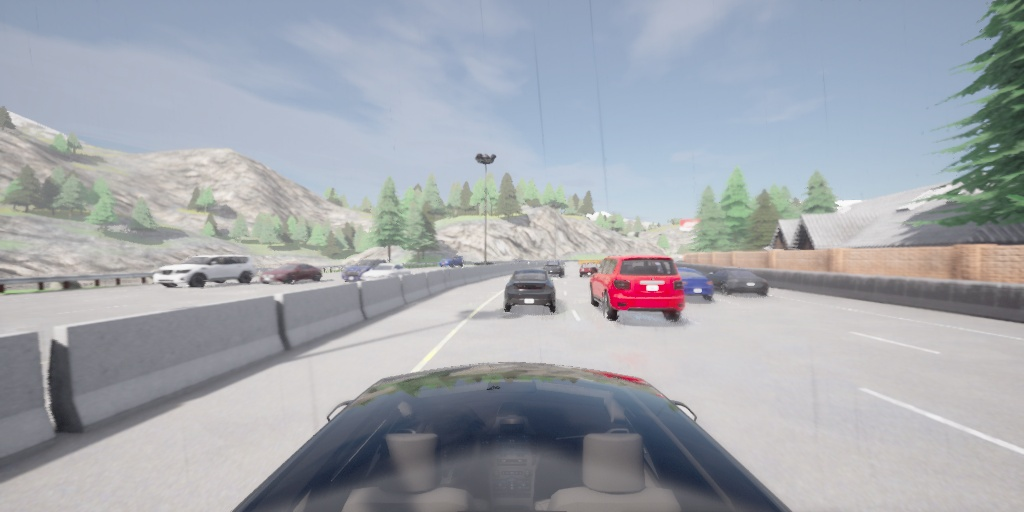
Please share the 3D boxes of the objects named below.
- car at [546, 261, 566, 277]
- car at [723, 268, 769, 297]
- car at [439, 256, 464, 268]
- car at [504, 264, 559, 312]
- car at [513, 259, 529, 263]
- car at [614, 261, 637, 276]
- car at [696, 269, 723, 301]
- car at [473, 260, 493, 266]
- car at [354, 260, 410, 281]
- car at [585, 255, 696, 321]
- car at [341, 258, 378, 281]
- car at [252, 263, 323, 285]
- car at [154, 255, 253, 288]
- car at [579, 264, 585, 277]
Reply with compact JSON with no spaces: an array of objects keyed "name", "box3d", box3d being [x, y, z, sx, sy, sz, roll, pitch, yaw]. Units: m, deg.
[{"name":"car","box3d":[4.231,1.250,35.886,2.128,1.511,4.902,0,0,13]},{"name":"car","box3d":[11.894,1.347,19.487,1.994,1.385,4.181,0,0,7]},{"name":"car","box3d":[-10.301,0.947,61.214,2.150,2.045,5.566,0,0,20]},{"name":"car","box3d":[0.778,1.258,14.395,1.837,1.490,4.892,0,0,5]},{"name":"car","box3d":[2.331,1.361,64.667,1.895,1.301,4.718,0,0,23]},{"name":"car","box3d":[11.988,1.276,38.179,2.128,1.511,4.902,0,0,14]},{"name":"car","box3d":[8.119,1.299,17.456,1.812,1.442,4.674,0,0,6]},{"name":"car","box3d":[-5.187,1.341,64.708,1.895,1.301,4.718,0,0,22]},{"name":"car","box3d":[-8.709,1.254,25.113,1.812,1.442,4.674,0,0,9]},{"name":"car","box3d":[4.120,0.983,12.665,2.150,2.045,5.566,0,0,5]},{"name":"car","box3d":[-11.621,1.072,28.933,2.097,1.767,4.553,0,0,10]},{"name":"car","box3d":[-15.681,1.235,25.767,1.812,1.442,4.674,0,0,8]},{"name":"car","box3d":[-19.562,0.922,23.333,2.150,2.045,5.566,0,0,8]},{"name":"car","box3d":[7.751,1.374,35.730,1.895,1.301,4.718,0,0,13]}]
